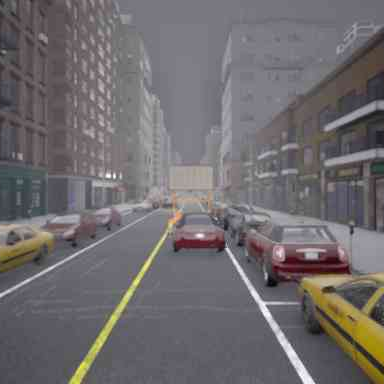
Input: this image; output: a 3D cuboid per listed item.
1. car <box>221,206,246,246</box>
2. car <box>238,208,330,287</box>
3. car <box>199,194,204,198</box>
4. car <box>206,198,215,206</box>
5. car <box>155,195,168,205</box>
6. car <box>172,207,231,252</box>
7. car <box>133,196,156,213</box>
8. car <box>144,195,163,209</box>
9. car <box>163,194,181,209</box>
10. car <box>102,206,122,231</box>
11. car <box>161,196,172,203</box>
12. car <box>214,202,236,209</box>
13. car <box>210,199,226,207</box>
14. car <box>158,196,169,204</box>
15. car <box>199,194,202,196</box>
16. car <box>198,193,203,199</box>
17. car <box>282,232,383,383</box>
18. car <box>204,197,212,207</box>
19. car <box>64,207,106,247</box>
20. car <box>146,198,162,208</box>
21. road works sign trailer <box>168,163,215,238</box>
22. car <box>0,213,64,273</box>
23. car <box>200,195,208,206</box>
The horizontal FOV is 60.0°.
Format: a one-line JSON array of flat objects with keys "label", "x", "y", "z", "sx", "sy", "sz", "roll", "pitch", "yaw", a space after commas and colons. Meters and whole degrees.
[{"label": "car", "x": 2.632, "y": 1.525, "z": 14.788, "sx": 2.008, "sy": 1.369, "sz": 4.403, "roll": 0, "pitch": 0, "yaw": 0}, {"label": "car", "x": 2.634, "y": 1.423, "z": 9.269, "sx": 1.967, "sy": 1.590, "sz": 4.097, "roll": 0, "pitch": 0, "yaw": 0}, {"label": "car", "x": 2.617, "y": 1.483, "z": 53.419, "sx": 2.008, "sy": 1.369, "sz": 4.403, "roll": 0, "pitch": 0, "yaw": 0}, {"label": "car", "x": 2.625, "y": 1.506, "z": 31.343, "sx": 2.008, "sy": 1.369, "sz": 4.403, "roll": 0, "pitch": 0, "yaw": 0}, {"label": "car", "x": -5.410, "y": 1.366, "z": 58.928, "sx": 1.967, "sy": 1.590, "sz": 4.097, "roll": 0, "pitch": 0, "yaw": 0}, {"label": "car", "x": 0.155, "y": 1.519, "z": 13.735, "sx": 1.994, "sy": 1.385, "sz": 4.181, "roll": 0, "pitch": 0, "yaw": -4}, {"label": "car", "x": -5.397, "y": 1.475, "z": 36.686, "sx": 1.752, "sy": 1.417, "sz": 4.829, "roll": 0, "pitch": 0, "yaw": 0}, {"label": "car", "x": -5.404, "y": 1.259, "z": 42.371, "sx": 2.192, "sy": 1.841, "sz": 5.009, "roll": 0, "pitch": 0, "yaw": 0}, {"label": "car", "x": -2.856, "y": 1.420, "z": 43.521, "sx": 1.882, "sy": 1.535, "sz": 5.008, "roll": 0, "pitch": 0, "yaw": 0}, {"label": "car", "x": -5.395, "y": 1.549, "z": 20.299, "sx": 1.802, "sy": 1.307, "sz": 4.206, "roll": 0, "pitch": 0, "yaw": 0}, {"label": "car", "x": -5.414, "y": 1.466, "z": 69.964, "sx": 2.008, "sy": 1.369, "sz": 4.403, "roll": 0, "pitch": 0, "yaw": 0}, {"label": "car", "x": 2.630, "y": 1.533, "z": 20.306, "sx": 1.947, "sy": 1.339, "sz": 4.313, "roll": 0, "pitch": 0, "yaw": 0}, {"label": "car", "x": 2.627, "y": 1.505, "z": 25.824, "sx": 1.887, "sy": 1.381, "sz": 4.507, "roll": 0, "pitch": 0, "yaw": 0}, {"label": "car", "x": -5.412, "y": 1.446, "z": 64.275, "sx": 1.752, "sy": 1.417, "sz": 4.829, "roll": 0, "pitch": 0, "yaw": 0}, {"label": "car", "x": 2.615, "y": 1.508, "z": 58.938, "sx": 1.802, "sy": 1.307, "sz": 4.206, "roll": 0, "pitch": 0, "yaw": 0}, {"label": "car", "x": 2.613, "y": 1.360, "z": 64.457, "sx": 1.967, "sy": 1.590, "sz": 4.097, "roll": 0, "pitch": 0, "yaw": 0}, {"label": "car", "x": 2.636, "y": 1.518, "z": 3.920, "sx": 1.752, "sy": 1.417, "sz": 4.829, "roll": 0, "pitch": 0, "yaw": 0}, {"label": "car", "x": 2.623, "y": 1.531, "z": 36.863, "sx": 1.802, "sy": 1.307, "sz": 4.206, "roll": 0, "pitch": 0, "yaw": 0}, {"label": "car", "x": -5.393, "y": 1.556, "z": 14.781, "sx": 1.802, "sy": 1.307, "sz": 4.206, "roll": 0, "pitch": 0, "yaw": 0}, {"label": "car", "x": -5.406, "y": 1.520, "z": 47.890, "sx": 1.802, "sy": 1.307, "sz": 4.206, "roll": 0, "pitch": 0, "yaw": 0}, {"label": "road works sign trailer", "x": -0.037, "y": 0.307, "z": 17.277, "sx": 2.380, "sy": 3.560, "sz": 2.880, "roll": 0, "pitch": 5, "yaw": 1}, {"label": "car", "x": -5.391, "y": 1.509, "z": 9.092, "sx": 1.752, "sy": 1.417, "sz": 4.829, "roll": 0, "pitch": 0, "yaw": 0}, {"label": "car", "x": 2.619, "y": 1.488, "z": 47.901, "sx": 2.008, "sy": 1.369, "sz": 4.403, "roll": 0, "pitch": 0, "yaw": 0}]
